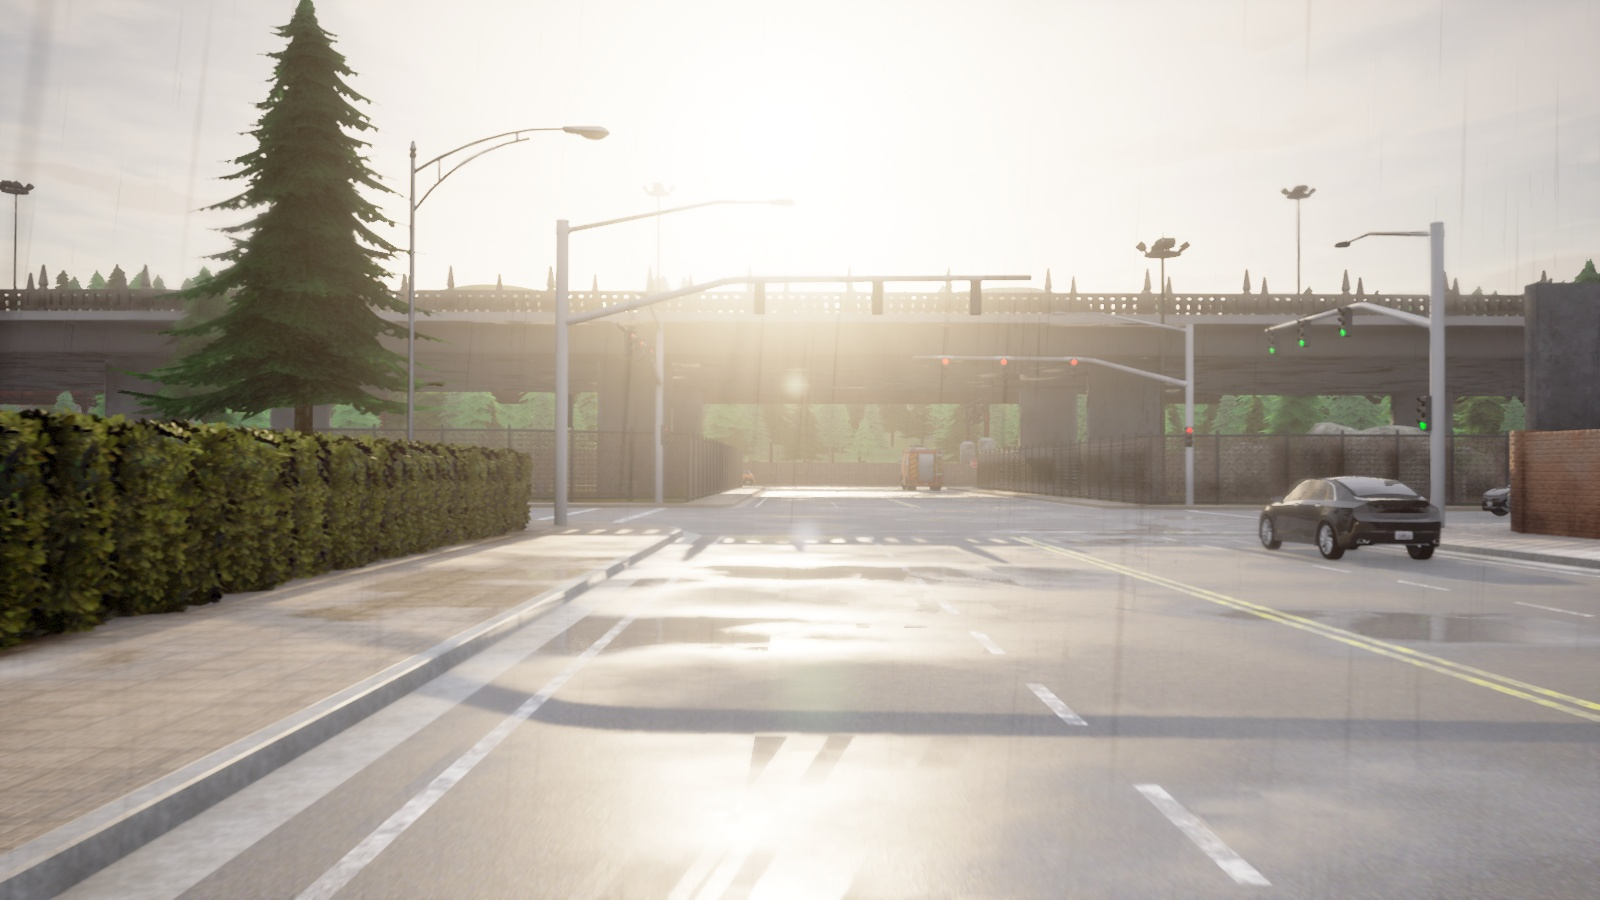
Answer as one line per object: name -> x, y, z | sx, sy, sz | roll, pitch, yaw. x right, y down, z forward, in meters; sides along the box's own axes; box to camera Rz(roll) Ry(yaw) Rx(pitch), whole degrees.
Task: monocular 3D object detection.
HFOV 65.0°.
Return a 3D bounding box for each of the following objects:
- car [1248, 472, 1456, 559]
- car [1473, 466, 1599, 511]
car -> 10.442, 1.183, 24.225 | 1.837, 1.490, 4.892 | 0, -1, 0
car -> 26.426, 1.338, 44.079 | 4.514, 1.525, 2.007 | 0, -1, 0
